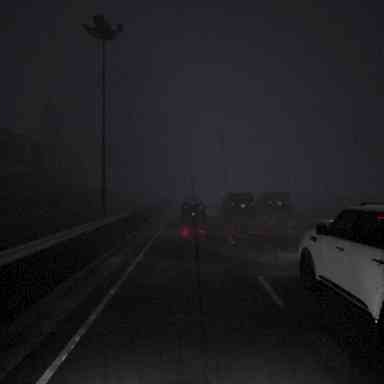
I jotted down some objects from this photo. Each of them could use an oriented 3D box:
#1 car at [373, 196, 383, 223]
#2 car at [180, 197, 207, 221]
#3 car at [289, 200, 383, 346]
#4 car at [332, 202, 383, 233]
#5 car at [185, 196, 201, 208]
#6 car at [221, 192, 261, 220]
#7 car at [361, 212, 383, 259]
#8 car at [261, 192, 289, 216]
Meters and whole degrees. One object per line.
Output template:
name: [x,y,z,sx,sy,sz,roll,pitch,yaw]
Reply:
car: [14.098,1.207,21.691,2.097,1.767,4.553,0,0,0]
car: [0.097,1.320,25.614,2.128,1.511,4.902,0,0,0]
car: [3.599,1.183,5.625,2.150,2.045,5.566,0,0,0]
car: [10.598,1.413,20.062,2.033,1.411,5.357,0,0,0]
car: [0.093,1.282,42.250,1.994,1.385,4.181,0,0,0]
car: [3.586,1.046,26.199,2.150,2.045,5.566,0,0,0]
car: [7.099,1.459,9.860,1.812,1.442,4.674,0,0,0]
car: [7.098,1.024,29.542,2.150,2.045,5.566,0,0,0]
